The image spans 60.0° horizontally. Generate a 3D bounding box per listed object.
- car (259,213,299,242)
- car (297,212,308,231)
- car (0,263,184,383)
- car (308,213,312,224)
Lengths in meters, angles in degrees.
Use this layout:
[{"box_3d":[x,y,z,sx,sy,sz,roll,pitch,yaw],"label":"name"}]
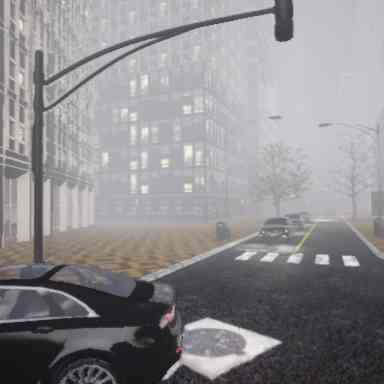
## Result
[{"box_3d":[5.714,2.413,22.063,1.837,1.490,4.892,-2,-3,22],"label":"car"},{"box_3d":[9.530,2.770,31.268,1.837,1.490,4.892,-2,-2,22],"label":"car"},{"box_3d":[-2.557,1.711,4.141,4.902,1.511,2.128,0,-2,-7],"label":"car"},{"box_3d":[14.233,3.238,42.595,1.812,1.442,4.674,-2,-3,22],"label":"car"}]
